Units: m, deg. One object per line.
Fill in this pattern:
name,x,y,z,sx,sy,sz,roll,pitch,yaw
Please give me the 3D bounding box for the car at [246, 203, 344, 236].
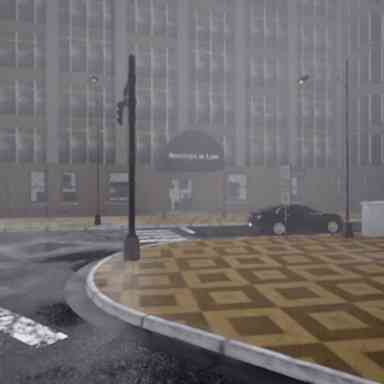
car,5.145,1.300,16.557,4.892,1.490,1.837,0,0,-14
